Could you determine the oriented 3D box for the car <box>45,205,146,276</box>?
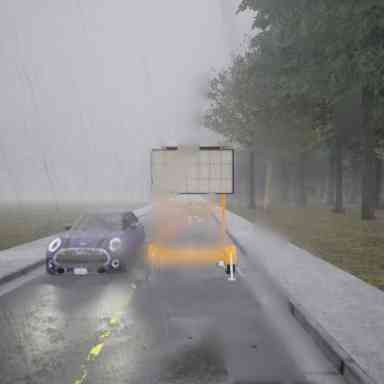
[{"bbox_3d":[-2.730,1.352,10.411,2.097,1.767,4.553,0,0,0],"label":"car"}]

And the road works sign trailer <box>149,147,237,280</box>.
[{"bbox_3d":[0.019,0.464,9.873,2.380,3.560,2.880,0,0,0],"label":"road works sign trailer"}]
